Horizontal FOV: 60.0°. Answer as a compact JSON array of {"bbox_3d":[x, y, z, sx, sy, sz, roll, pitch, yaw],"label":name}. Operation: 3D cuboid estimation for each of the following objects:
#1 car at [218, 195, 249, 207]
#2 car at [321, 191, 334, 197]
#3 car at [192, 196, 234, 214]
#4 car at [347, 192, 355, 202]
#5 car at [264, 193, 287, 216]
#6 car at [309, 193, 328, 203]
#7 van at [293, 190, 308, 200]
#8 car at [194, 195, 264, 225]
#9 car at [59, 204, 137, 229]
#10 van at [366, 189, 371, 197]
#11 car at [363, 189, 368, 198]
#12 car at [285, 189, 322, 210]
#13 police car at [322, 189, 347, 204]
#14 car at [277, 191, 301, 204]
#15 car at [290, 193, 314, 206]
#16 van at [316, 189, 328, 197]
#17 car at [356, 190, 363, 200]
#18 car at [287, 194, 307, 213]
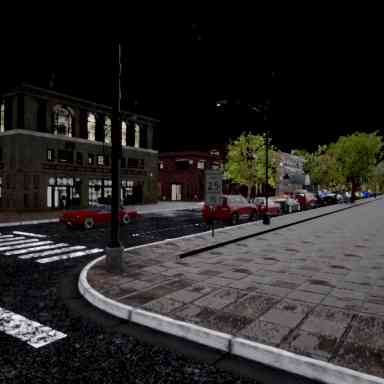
[{"bbox_3d":[5.110,1.069,40.638,1.947,1.339,4.313,1,2,34],"label":"car"},{"bbox_3d":[33.340,0.437,81.765,2.008,1.369,4.403,1,2,34],"label":"car"},{"bbox_3d":[2.082,1.162,31.661,1.812,1.442,4.674,1,1,34],"label":"car"},{"bbox_3d":[23.634,0.690,52.083,2.097,1.767,4.553,1,1,34],"label":"car"},{"bbox_3d":[5.754,1.152,26.763,1.967,1.590,4.097,1,1,34],"label":"car"},{"bbox_3d":[19.923,0.860,52.179,1.812,1.442,4.674,1,1,34],"label":"car"},{"bbox_3d":[20.796,0.504,63.481,1.690,1.788,3.998,1,2,34],"label":"van"},{"bbox_3d":[2.618,1.093,22.191,2.192,1.841,5.009,1,1,34],"label":"car"},{"bbox_3d":[-5.632,1.401,20.422,1.895,1.301,4.718,1,1,34],"label":"car"},{"bbox_3d":[40.260,0.301,77.029,1.690,1.788,3.998,1,2,34],"label":"van"},{"bbox_3d":[34.080,0.622,68.033,1.752,1.417,4.829,1,2,34],"label":"car"},{"bbox_3d":[12.029,0.893,35.901,2.192,1.841,5.009,1,2,34],"label":"car"},{"bbox_3d":[19.769,0.847,46.415,1.930,1.638,5.238,1,1,34],"label":"police car"},{"bbox_3d":[14.560,0.721,49.669,2.097,1.767,4.553,1,1,34],"label":"car"},{"bbox_3d":[14.920,0.970,44.790,1.812,1.442,4.674,1,1,35],"label":"car"},{"bbox_3d":[30.206,0.297,77.190,1.690,1.788,3.998,1,2,34],"label":"van"},{"bbox_3d":[30.846,0.750,63.325,1.802,1.307,4.206,1,2,34],"label":"car"},{"bbox_3d":[8.890,1.195,31.336,2.008,1.369,4.403,1,2,34],"label":"car"}]
